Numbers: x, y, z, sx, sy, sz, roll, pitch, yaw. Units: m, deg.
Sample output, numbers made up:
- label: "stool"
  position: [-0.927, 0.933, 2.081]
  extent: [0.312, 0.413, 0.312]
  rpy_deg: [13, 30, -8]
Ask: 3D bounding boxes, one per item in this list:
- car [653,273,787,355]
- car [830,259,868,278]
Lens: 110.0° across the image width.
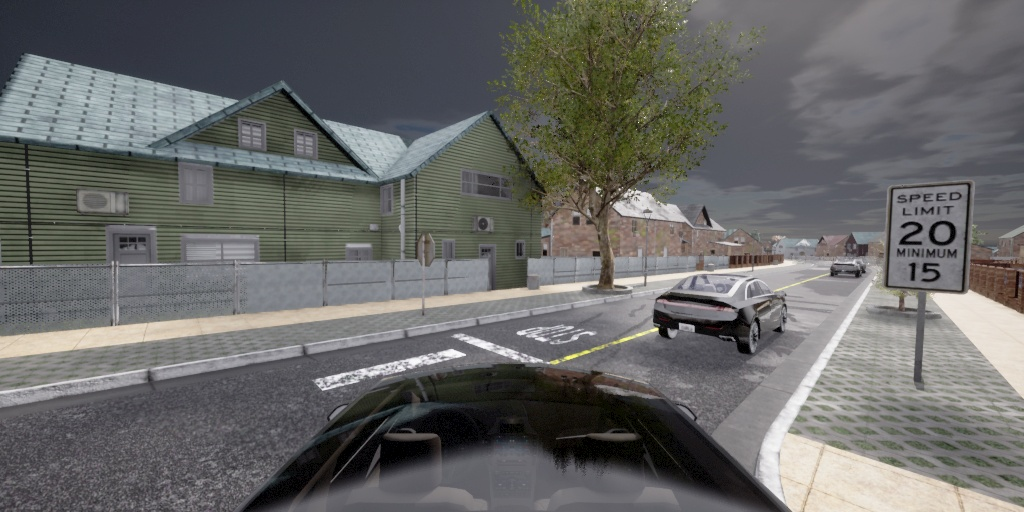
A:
- label: "car"
  position: [5.199, 1.181, 8.702]
  extent: [4.902, 1.511, 2.128]
  rpy_deg: [0, 2, -43]
- label: "car"
  position: [29.474, 1.040, 31.586]
  extent: [4.902, 1.511, 2.128]
  rpy_deg: [0, 2, -43]
